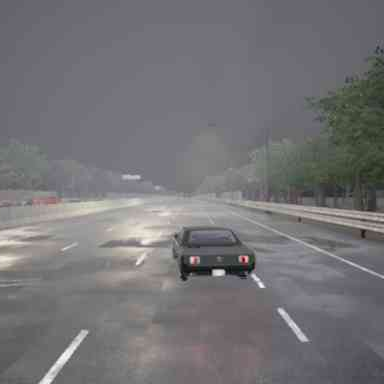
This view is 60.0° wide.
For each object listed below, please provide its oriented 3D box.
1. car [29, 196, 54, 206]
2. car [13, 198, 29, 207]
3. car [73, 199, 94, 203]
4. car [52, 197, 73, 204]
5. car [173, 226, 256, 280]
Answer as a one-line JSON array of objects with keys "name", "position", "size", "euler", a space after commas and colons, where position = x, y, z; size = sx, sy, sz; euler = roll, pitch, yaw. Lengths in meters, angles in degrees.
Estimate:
[{"name": "car", "position": [-24.822, 1.744, 56.382], "size": [2.150, 2.045, 5.566], "euler": [0, -1, 0]}, {"name": "car", "position": [-28.319, 1.875, 56.472], "size": [2.097, 1.767, 4.553], "euler": [0, -1, 0]}, {"name": "car", "position": [-17.837, 2.016, 56.512], "size": [2.128, 1.511, 4.902], "euler": [0, -1, 0]}, {"name": "car", "position": [-21.333, 2.001, 56.461], "size": [1.882, 1.535, 5.008], "euler": [0, -1, 0]}, {"name": "car", "position": [0.410, 1.690, 10.273], "size": [1.895, 1.301, 4.718], "euler": [0, 0, -6]}]
